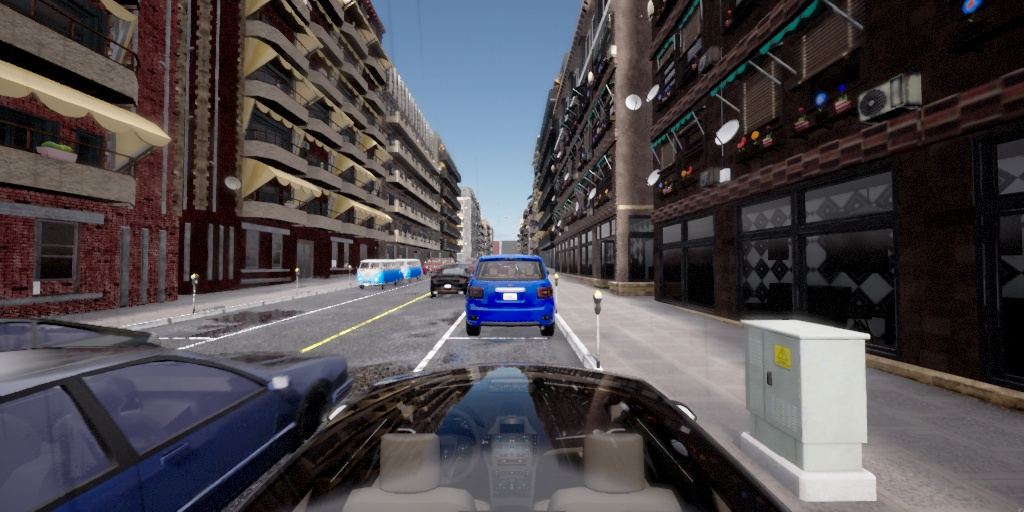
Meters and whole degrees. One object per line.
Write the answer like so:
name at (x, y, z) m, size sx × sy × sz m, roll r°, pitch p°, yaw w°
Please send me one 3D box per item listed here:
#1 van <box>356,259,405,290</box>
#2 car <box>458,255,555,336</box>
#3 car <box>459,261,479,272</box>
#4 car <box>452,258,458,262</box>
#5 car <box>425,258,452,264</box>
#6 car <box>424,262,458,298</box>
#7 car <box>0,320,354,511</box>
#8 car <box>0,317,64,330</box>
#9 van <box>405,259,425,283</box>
van at (-8.336, 1.108, 22.602) m, size 1.690 × 1.789 × 3.998 m, roll 0°, pitch 0°, yaw 0°
car at (-0.040, 0.983, 10.533) m, size 2.150 × 2.045 × 5.566 m, roll 0°, pitch 0°, yaw 0°
car at (-5.775, 1.391, 48.645) m, size 2.033 × 1.411 × 5.357 m, roll 0°, pitch 0°, yaw 0°
car at (-8.338, 1.128, 44.724) m, size 2.192 × 1.841 × 5.009 m, roll 0°, pitch 0°, yaw 0°
car at (-8.338, 1.115, 39.194) m, size 2.192 × 1.841 × 5.009 m, roll 0°, pitch 0°, yaw 0°
car at (-2.922, 1.240, 18.789) m, size 1.882 × 1.535 × 5.008 m, roll 0°, pitch 0°, yaw 0°
car at (-2.922, 1.298, 2.065) m, size 2.033 × 1.411 × 5.357 m, roll 0°, pitch 0°, yaw 0°
car at (-5.871, 1.315, 3.323) m, size 1.994 × 1.385 × 4.181 m, roll 0°, pitch 0°, yaw 0°
van at (-8.337, 1.117, 28.133) m, size 1.690 × 1.789 × 3.998 m, roll 0°, pitch 0°, yaw 0°
